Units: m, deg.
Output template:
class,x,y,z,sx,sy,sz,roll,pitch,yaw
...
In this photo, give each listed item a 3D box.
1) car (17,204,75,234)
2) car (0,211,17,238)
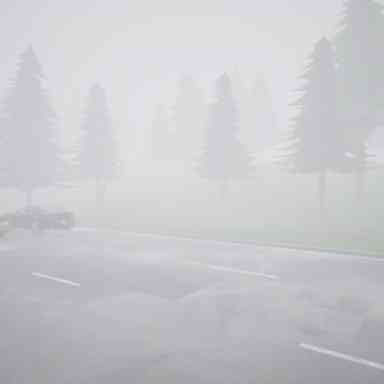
class,x,y,z,sx,sy,sz,roll,pitch,yaw
car,-8.713,1.420,18.801,5.008,1.535,1.882,0,0,36
car,-10.751,1.420,15.955,5.008,1.535,1.882,0,0,36
